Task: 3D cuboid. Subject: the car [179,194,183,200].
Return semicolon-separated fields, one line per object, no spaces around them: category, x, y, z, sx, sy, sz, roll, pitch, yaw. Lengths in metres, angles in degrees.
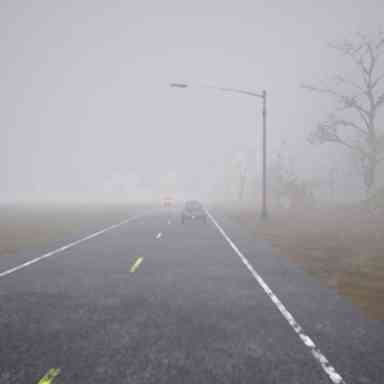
car;-3.440;1.543;90.183;2.097;1.767;4.553;0;0;0

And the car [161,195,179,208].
car;-3.530;1.493;50.778;2.097;1.767;4.553;0;0;0

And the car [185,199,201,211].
car;0.128;1.629;42.818;1.837;1.490;4.892;0;0;0

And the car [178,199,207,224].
car;0.119;1.571;25.585;2.128;1.511;4.902;0;0;0
